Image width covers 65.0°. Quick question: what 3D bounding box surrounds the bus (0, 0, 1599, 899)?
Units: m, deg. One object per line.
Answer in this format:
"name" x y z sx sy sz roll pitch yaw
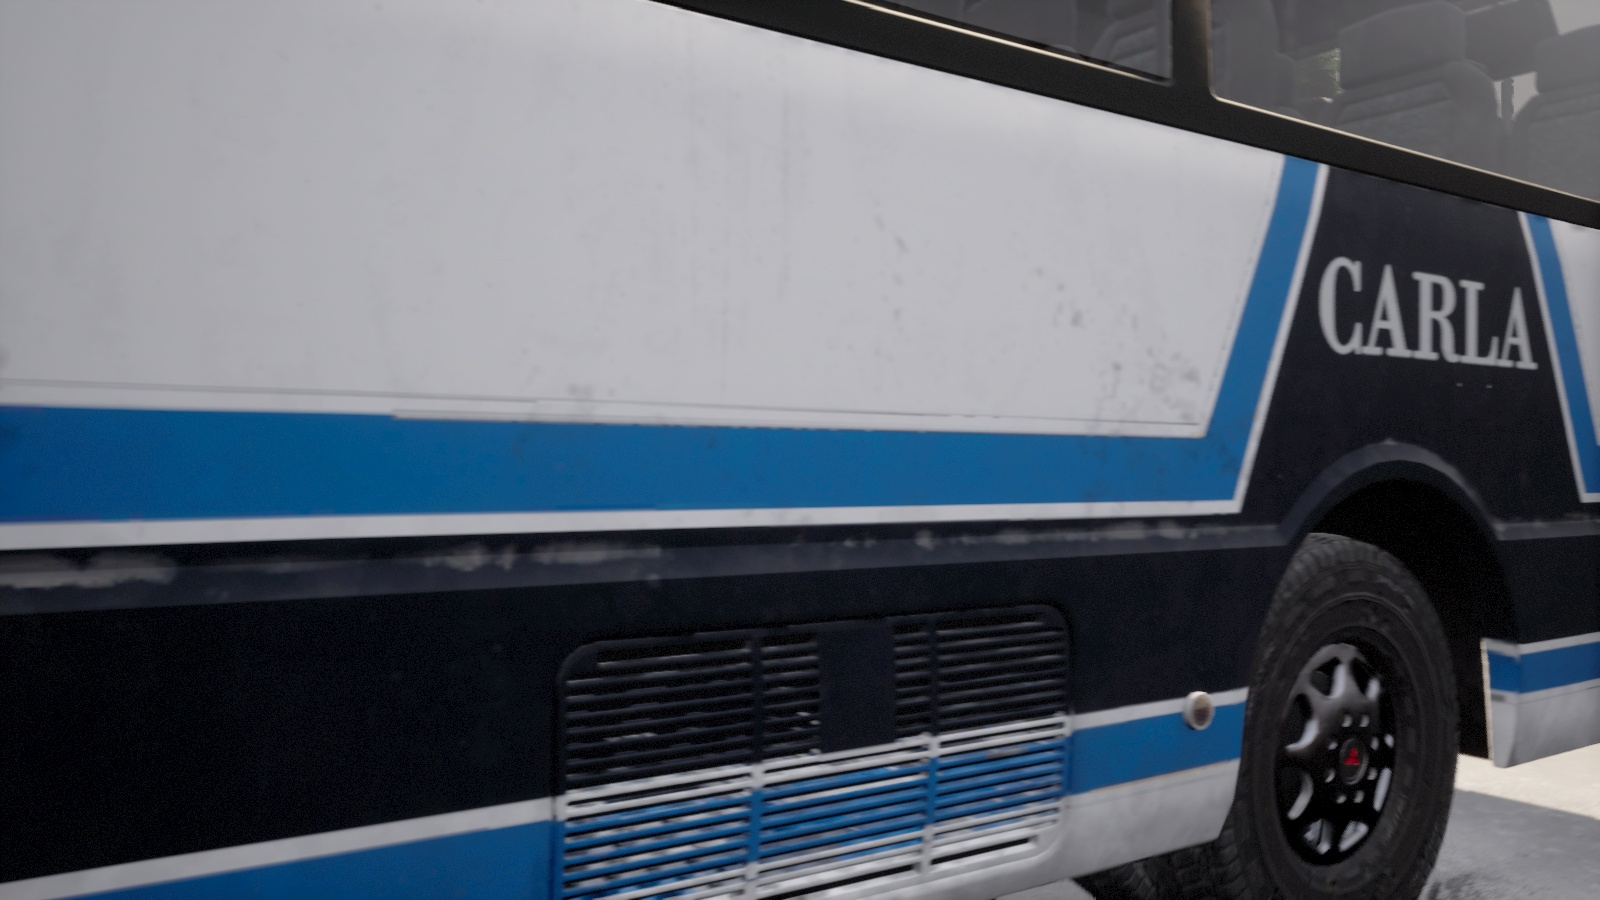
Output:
"bus" -1.523 -0.620 3.216 10.273 4.253 3.944 0 0 -35
